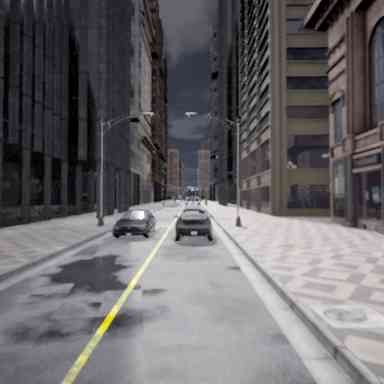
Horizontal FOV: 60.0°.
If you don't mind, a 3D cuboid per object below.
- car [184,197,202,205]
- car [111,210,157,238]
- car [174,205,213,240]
[{"bbox_3d":[0.091,1.662,43.887,2.150,2.045,5.566,0,-1,0],"label":"car"},{"bbox_3d":[-3.102,1.728,18.994,2.033,1.411,5.357,0,-1,0],"label":"car"},{"bbox_3d":[0.096,1.679,18.017,1.837,1.490,4.892,0,0,0],"label":"car"}]
